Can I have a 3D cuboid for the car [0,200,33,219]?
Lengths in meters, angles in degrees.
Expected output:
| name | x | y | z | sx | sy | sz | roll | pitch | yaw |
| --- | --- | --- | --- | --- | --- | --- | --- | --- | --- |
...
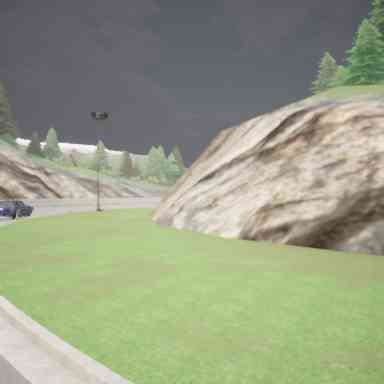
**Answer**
| name | x | y | z | sx | sy | sz | roll | pitch | yaw |
| --- | --- | --- | --- | --- | --- | --- | --- | --- | --- |
| car | -16.393 | 1.500 | 30.573 | 2.097 | 1.767 | 4.553 | 0 | 0 | -4 |
